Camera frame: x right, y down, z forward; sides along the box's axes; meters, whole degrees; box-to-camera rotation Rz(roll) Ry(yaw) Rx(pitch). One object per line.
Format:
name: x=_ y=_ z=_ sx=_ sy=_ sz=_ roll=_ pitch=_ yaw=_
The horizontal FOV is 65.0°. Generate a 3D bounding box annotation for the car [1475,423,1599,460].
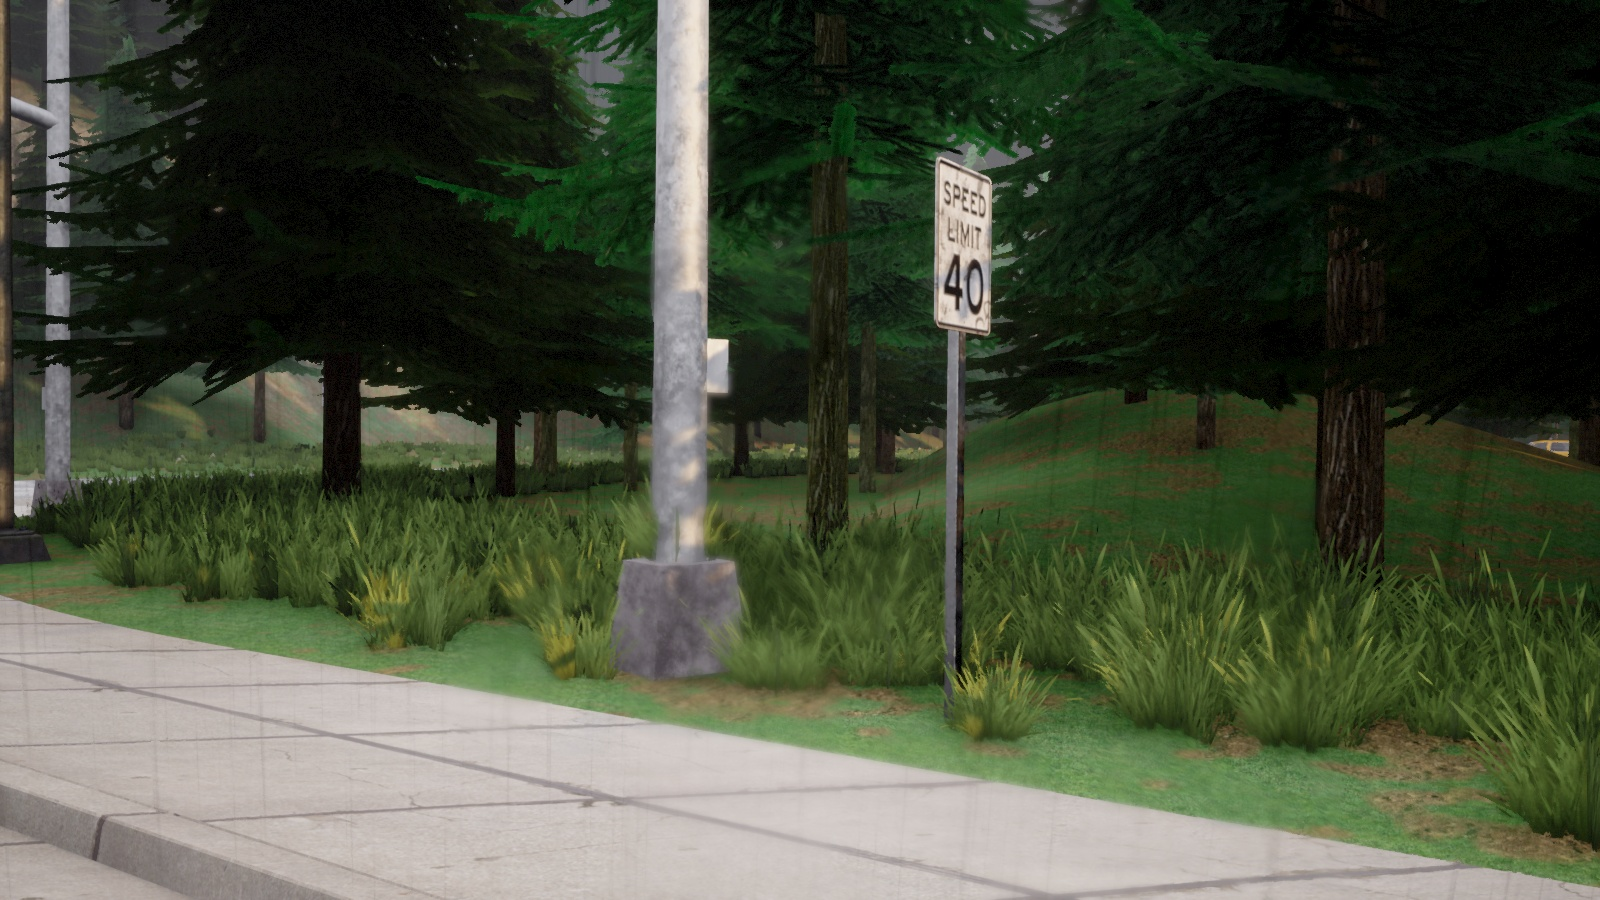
car: x=32.434 y=-0.369 z=54.495 sx=5.366 sy=1.575 sz=1.801 roll=0 pitch=1 yaw=33
